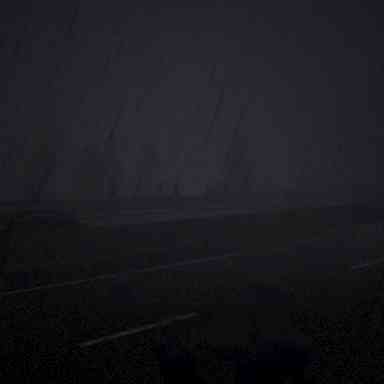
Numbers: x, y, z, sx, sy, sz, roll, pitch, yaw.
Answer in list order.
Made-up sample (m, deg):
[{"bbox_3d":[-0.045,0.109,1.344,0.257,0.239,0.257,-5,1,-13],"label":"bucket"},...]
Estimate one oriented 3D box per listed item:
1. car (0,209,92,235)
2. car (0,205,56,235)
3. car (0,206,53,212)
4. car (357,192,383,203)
[{"bbox_3d":[-5.962,1.552,12.637,4.181,1.385,1.994,-1,0,-36],"label":"car"},{"bbox_3d":[-10.133,1.516,18.260,4.674,1.442,1.812,-1,0,-36],"label":"car"},{"bbox_3d":[-7.870,1.492,15.574,4.892,1.490,1.837,-1,1,-36],"label":"car"},{"bbox_3d":[22.908,0.685,41.844,5.357,1.411,2.033,-2,1,-35],"label":"car"}]
